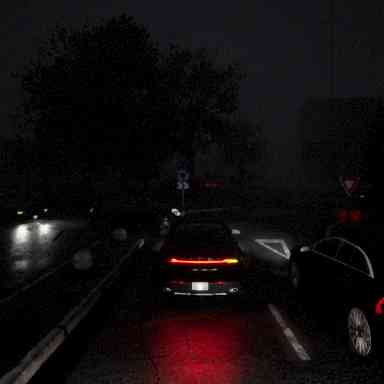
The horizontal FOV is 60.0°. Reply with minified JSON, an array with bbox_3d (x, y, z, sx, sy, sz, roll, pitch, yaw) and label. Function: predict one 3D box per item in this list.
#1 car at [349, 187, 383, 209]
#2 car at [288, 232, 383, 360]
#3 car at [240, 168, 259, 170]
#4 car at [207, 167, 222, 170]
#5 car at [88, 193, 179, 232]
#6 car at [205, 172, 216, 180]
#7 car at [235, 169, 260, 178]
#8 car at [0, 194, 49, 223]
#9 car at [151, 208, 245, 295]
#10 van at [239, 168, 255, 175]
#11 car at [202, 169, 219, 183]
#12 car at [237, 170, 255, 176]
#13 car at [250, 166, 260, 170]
[{"bbox_3d":[13.875,0.354,24.617,4.902,1.511,2.128,-4,3,-18],"label":"car"},{"bbox_3d":[3.157,1.457,5.878,2.128,1.511,4.902,0,1,0],"label":"car"},{"bbox_3d":[12.985,-4.314,79.630,4.553,1.767,2.185,1,5,9],"label":"car"},{"bbox_3d":[5.480,-4.541,82.255,2.097,1.767,4.553,1,6,9],"label":"car"},{"bbox_3d":[-2.597,0.873,16.190,4.553,1.767,2.097,0,4,1],"label":"car"},{"bbox_3d":[4.051,-3.501,72.802,1.837,1.490,4.892,1,5,9],"label":"car"},{"bbox_3d":[12.505,-3.931,76.941,4.892,1.521,2.231,1,5,9],"label":"car"},{"bbox_3d":[-10.616,0.840,19.414,5.357,1.411,2.033,3,5,34],"label":"car"},{"bbox_3d":[0.217,1.411,8.512,1.837,1.490,4.892,0,2,2],"label":"car"},{"bbox_3d":[15.364,-5.703,92.902,4.442,1.987,1.878,1,6,11],"label":"van"},{"bbox_3d":[3.418,-2.824,62.464,2.150,2.045,5.566,0,5,0],"label":"car"},{"bbox_3d":[14.743,-5.178,90.297,4.674,1.452,2.002,1,6,11],"label":"car"},{"bbox_3d":[13.861,-4.956,85.025,5.566,2.045,2.435,1,6,10],"label":"car"}]
